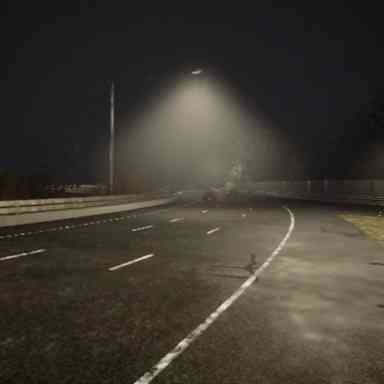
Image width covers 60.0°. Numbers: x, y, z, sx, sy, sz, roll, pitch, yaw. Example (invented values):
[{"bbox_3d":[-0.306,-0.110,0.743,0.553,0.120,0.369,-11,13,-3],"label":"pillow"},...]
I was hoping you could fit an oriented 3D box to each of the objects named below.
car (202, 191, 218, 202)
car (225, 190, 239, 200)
[{"bbox_3d":[2.342,0.581,44.331,1.812,1.442,4.674,1,1,3],"label":"car"},{"bbox_3d":[6.379,0.446,53.436,1.812,1.442,4.674,1,1,1],"label":"car"}]
